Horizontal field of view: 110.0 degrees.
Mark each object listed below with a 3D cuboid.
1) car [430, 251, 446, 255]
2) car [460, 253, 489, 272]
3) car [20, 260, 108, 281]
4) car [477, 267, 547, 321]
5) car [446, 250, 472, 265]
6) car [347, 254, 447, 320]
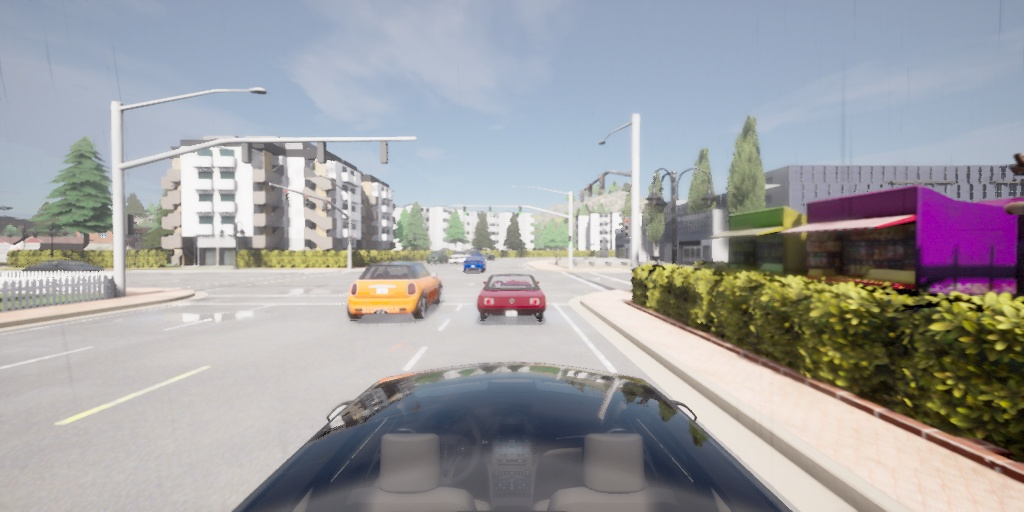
[{"bbox_3d":[-11.030,0.198,53.290,2.150,2.045,5.566,0,1,2],"label":"car"},{"bbox_3d":[-3.532,0.732,34.576,1.882,1.535,5.008,0,1,-1],"label":"car"},{"bbox_3d":[-30.240,0.977,24.312,4.181,1.385,1.994,0,1,1],"label":"car"},{"bbox_3d":[-0.019,1.200,11.700,1.895,1.301,4.718,0,1,0],"label":"car"},{"bbox_3d":[-7.576,0.215,51.822,2.150,2.045,5.566,0,1,1],"label":"car"},{"bbox_3d":[-3.658,0.948,11.987,2.097,1.767,4.553,0,1,-2],"label":"car"}]
